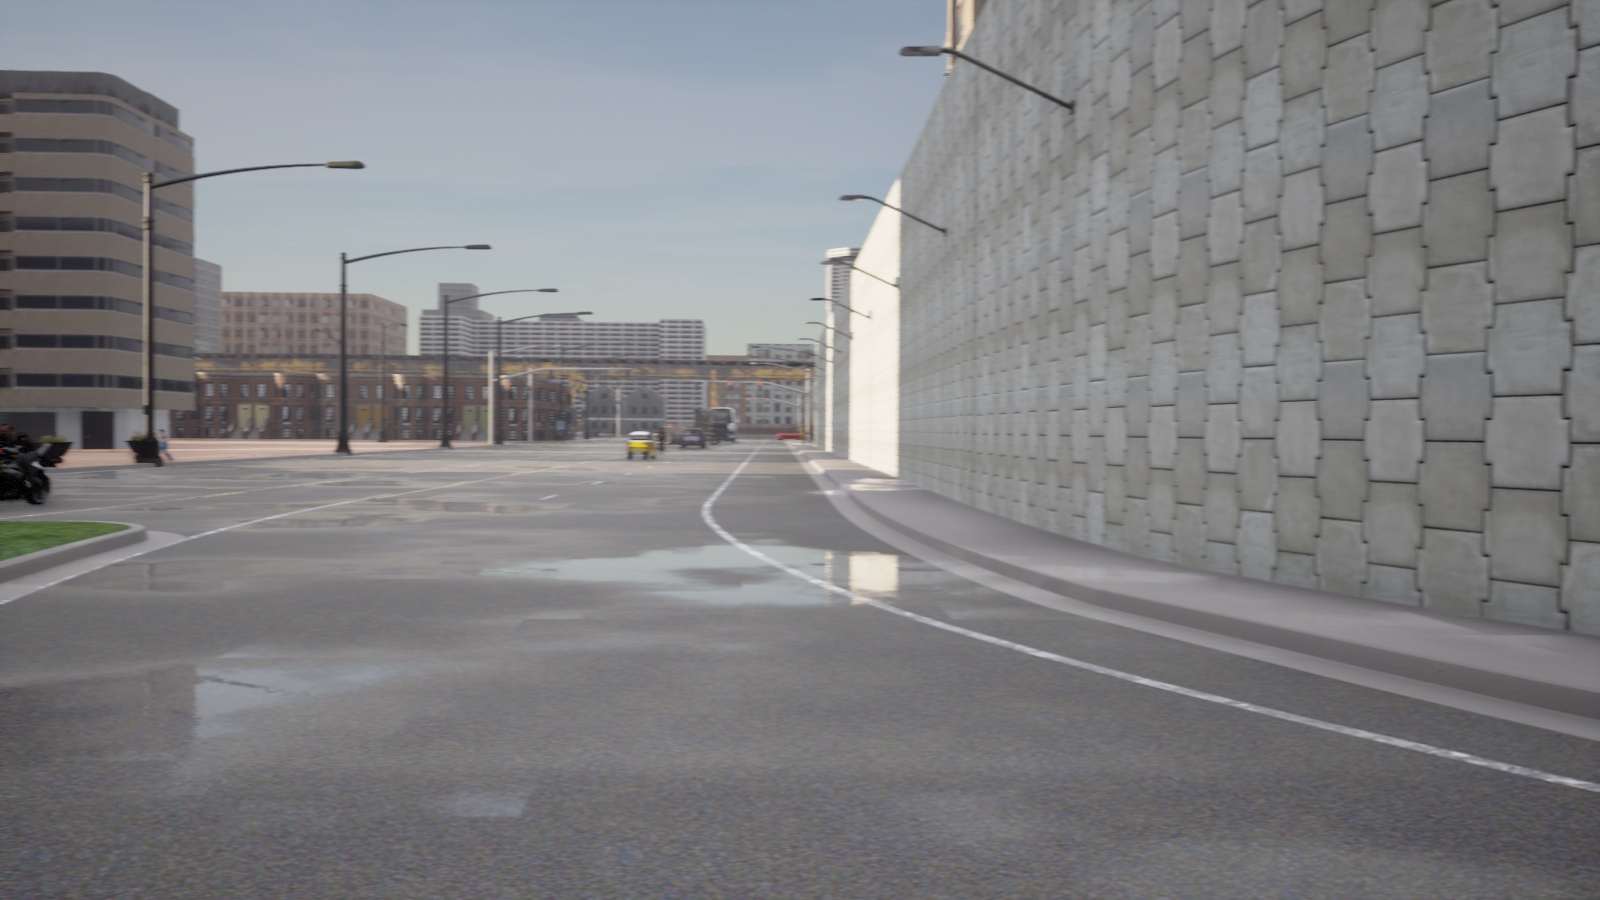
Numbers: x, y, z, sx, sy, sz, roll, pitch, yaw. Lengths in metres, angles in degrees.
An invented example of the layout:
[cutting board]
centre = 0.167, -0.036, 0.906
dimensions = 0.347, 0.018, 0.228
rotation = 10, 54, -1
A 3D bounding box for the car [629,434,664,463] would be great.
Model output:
[car]
centre = -7.507, -0.088, 61.512
dimensions = 1.481, 1.376, 2.207
rotation = -1, 1, -1

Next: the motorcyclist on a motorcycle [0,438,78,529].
[motorcyclist on a motorcycle]
centre = -13.957, 0.562, 22.395
dimensions = 0.866, 1.530, 2.191
rotation = -1, 1, 1

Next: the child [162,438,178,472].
[child]
centre = -23.801, 0.175, 47.452
dimensions = 0.270, 1.263, 0.437
rotation = 0, 1, 29
